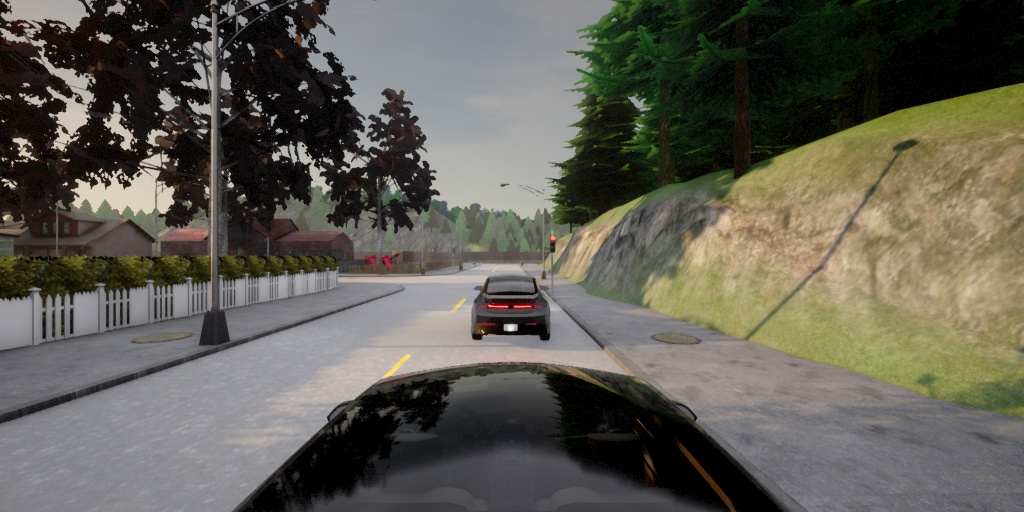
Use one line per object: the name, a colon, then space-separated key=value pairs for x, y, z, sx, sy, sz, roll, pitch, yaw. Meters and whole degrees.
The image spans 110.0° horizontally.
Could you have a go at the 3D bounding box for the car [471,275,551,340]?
car: x=-0.019 y=1.255 z=9.947 sx=1.837 sy=1.490 sz=4.892 roll=0 pitch=0 yaw=0
